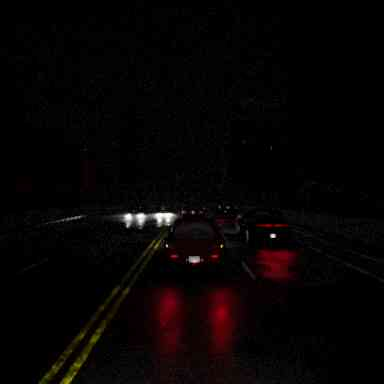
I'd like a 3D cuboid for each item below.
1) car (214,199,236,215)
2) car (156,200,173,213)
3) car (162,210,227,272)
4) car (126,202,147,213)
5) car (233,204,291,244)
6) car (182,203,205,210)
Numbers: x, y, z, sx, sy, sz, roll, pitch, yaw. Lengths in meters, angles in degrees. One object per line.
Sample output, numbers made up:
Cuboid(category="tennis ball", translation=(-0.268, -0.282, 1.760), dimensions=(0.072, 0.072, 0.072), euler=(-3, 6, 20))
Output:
Cuboid(category="car", translation=(3.353, 1.517, 33.203), dimensions=(2.097, 1.767, 4.553), euler=(0, -1, 0))
Cuboid(category="car", translation=(-3.332, 1.758, 41.057), dimensions=(2.128, 1.511, 4.902), euler=(0, -1, 0))
Cuboid(category="car", translation=(0.075, 1.546, 10.767), dimensions=(1.812, 1.442, 4.674), euler=(0, 0, 0))
Cuboid(category="car", translation=(-6.585, 1.850, 39.908), dimensions=(1.895, 1.301, 4.718), euler=(0, -1, 0))
Cuboid(category="car", translation=(3.344, 1.543, 16.105), dimensions=(1.837, 1.490, 4.892), euler=(0, 0, 0))
Cuboid(category="car", translation=(0.093, 1.665, 28.494), dimensions=(2.033, 1.411, 5.357), euler=(0, -1, 0))
